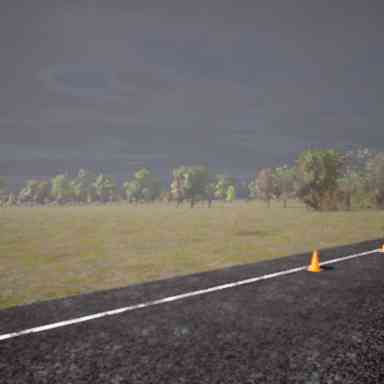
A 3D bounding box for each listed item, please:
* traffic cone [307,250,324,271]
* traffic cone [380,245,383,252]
[{"bbox_3d":[3.682,2.027,9.920,0.340,0.580,0.340,0,-1,-38],"label":"traffic cone"},{"bbox_3d":[7.579,2.046,12.996,0.340,0.580,0.340,0,-1,-39],"label":"traffic cone"}]
